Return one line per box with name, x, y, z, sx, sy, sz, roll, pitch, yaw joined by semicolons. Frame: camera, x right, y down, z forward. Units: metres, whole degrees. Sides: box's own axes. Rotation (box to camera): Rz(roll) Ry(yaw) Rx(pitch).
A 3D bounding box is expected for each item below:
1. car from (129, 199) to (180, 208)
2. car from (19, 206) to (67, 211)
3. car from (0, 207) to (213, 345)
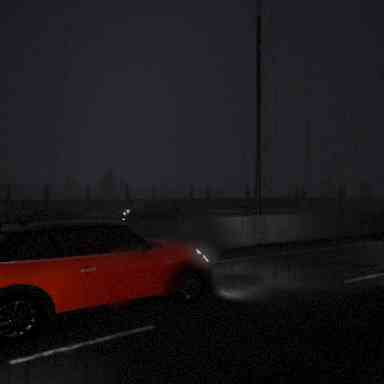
car;-2.837;1.291;22.476;4.553;1.767;2.097;0;0;-29
car;-7.429;1.441;15.631;4.902;1.511;2.128;0;0;-33
car;-1.782;1.332;6.564;4.553;1.767;2.097;0;0;-34
